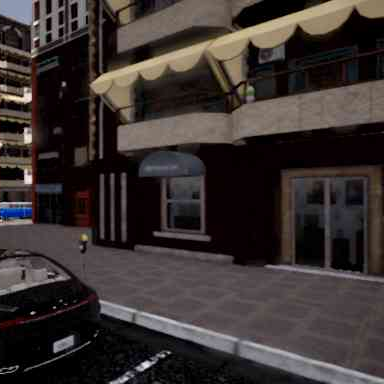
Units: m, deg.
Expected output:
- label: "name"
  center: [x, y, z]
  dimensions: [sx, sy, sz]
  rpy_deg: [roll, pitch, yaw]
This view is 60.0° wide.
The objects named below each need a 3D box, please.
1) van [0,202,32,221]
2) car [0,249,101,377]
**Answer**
- label: "van"
  center: [-17.564, 1.929, 32.898]
  dimensions: [1.690, 1.788, 3.998]
  rpy_deg: [-2, -2, 35]
- label: "car"
  center: [-3.304, 1.588, 5.231]
  dimensions: [4.403, 1.369, 2.008]
  rpy_deg: [0, 0, 36]
